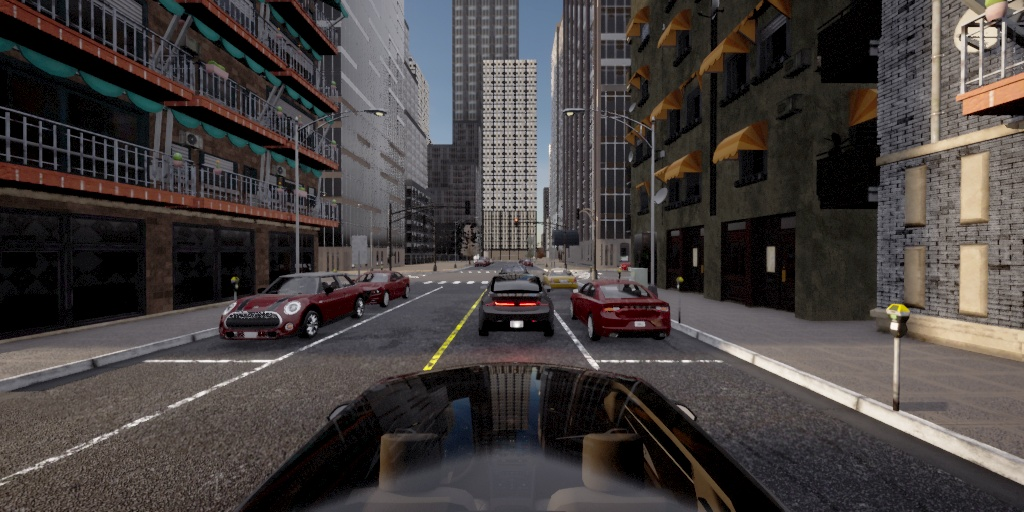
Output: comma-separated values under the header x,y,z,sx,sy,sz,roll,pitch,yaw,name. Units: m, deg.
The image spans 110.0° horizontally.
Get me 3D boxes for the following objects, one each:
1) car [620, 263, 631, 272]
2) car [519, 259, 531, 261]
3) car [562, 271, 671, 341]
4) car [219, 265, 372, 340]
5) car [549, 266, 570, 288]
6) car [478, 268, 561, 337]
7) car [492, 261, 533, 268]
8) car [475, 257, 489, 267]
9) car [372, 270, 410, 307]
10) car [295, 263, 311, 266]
x,y,z,sx,sy,sz,roll,pitch,yaw,name
14.301,1.005,39.948,4.507,1.381,1.888,0,0,0,car
2.753,1.185,64.344,1.967,1.591,4.097,0,0,0,car
2.698,1.294,9.771,1.888,1.381,4.507,0,0,0,car
-5.684,1.188,9.793,1.967,1.591,4.097,0,0,0,car
2.709,1.272,20.988,1.751,1.417,4.829,0,0,0,car
0.108,1.253,10.323,1.837,1.490,4.892,0,0,0,car
0.118,1.239,20.456,2.128,1.511,4.902,0,0,0,car
-5.627,1.291,64.354,1.888,1.381,4.507,0,0,0,car
-5.678,1.293,15.317,1.888,1.381,4.507,0,0,0,car
-23.796,1.494,39.666,4.097,1.591,1.967,0,0,0,car
